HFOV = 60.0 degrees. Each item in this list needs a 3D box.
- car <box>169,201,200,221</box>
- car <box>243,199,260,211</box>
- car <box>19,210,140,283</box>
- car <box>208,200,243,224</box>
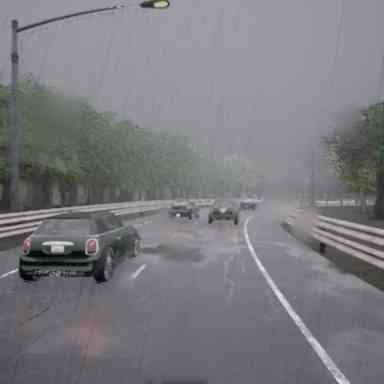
[{"bbox_3d":[-0.546,1.497,27.434,1.837,1.490,4.892,0,0,12],"label":"car"},{"bbox_3d":[7.468,1.627,42.720,1.882,1.535,5.008,0,0,20],"label":"car"},{"bbox_3d":[-2.976,1.335,9.822,2.097,1.767,4.553,0,0,4],"label":"car"},{"bbox_3d":[2.509,1.344,24.844,2.097,1.767,4.553,0,0,11],"label":"car"}]
